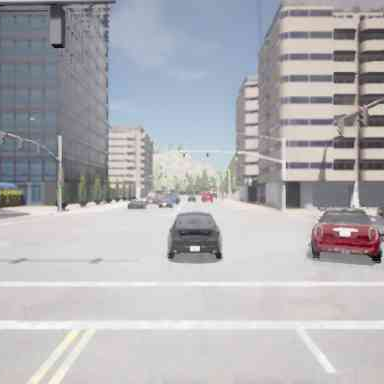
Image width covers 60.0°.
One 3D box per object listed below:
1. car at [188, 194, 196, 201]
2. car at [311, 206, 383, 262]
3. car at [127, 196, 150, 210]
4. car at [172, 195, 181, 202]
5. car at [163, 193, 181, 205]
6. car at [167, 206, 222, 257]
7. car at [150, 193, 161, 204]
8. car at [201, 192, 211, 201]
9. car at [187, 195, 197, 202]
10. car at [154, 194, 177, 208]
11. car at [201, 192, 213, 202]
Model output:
[{"bbox_3d":[-0.023,1.394,83.194,2.128,1.511,4.902,0,0,0],"label":"car"},{"bbox_3d":[5.743,1.346,12.484,2.097,1.767,4.553,0,0,24],"label":"car"},{"bbox_3d":[-7.098,1.543,43.054,1.994,1.385,4.181,0,0,0],"label":"car"},{"bbox_3d":[-3.520,1.466,74.140,1.812,1.442,4.674,0,0,0],"label":"car"},{"bbox_3d":[-3.537,1.195,60.148,2.150,2.045,5.566,0,0,0],"label":"car"},{"bbox_3d":[0.094,1.501,12.819,1.837,1.490,4.892,0,0,0],"label":"car"},{"bbox_3d":[-7.052,1.465,59.245,2.128,1.511,4.902,0,0,1],"label":"car"},{"bbox_3d":[3.477,1.094,83.224,2.150,2.045,5.566,0,0,0],"label":"car"},{"bbox_3d":[-0.020,1.490,74.076,1.812,1.442,4.674,0,0,0],"label":"car"},{"bbox_3d":[-3.589,1.470,46.259,2.128,1.511,4.902,0,0,0],"label":"car"},{"bbox_3d":[3.480,1.186,72.970,2.150,2.045,5.566,0,0,0],"label":"car"}]
